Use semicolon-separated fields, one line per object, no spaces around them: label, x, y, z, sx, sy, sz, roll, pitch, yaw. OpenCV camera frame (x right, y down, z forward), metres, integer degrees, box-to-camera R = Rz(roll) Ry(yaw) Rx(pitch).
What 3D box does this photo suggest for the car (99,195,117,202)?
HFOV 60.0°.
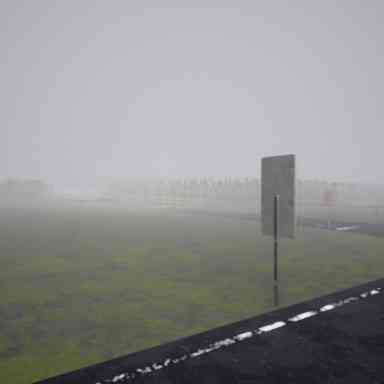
car;-16.099;1.255;63.098;1.895;1.301;4.718;0;0;-36
